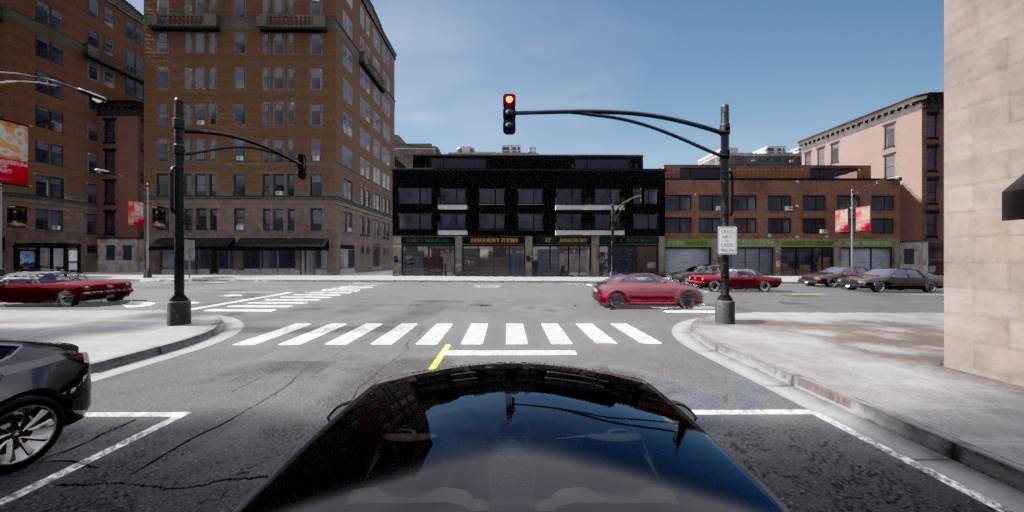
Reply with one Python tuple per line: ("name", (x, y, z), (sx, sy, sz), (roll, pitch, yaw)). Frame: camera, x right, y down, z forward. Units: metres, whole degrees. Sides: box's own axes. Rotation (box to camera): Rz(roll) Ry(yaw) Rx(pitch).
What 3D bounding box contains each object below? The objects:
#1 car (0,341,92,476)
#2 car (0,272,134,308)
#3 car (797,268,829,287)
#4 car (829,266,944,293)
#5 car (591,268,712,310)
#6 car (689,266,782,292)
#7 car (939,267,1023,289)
("car", (-5.388, 1.316, 2.073), (1.948, 1.339, 4.313), (0, 0, -1))
("car", (-18.146, 1.270, 14.200), (4.718, 1.301, 1.895), (0, 0, -1))
("car", (22.905, 1.422, 24.707), (5.357, 1.411, 2.033), (0, 0, -1))
("car", (22.718, 1.421, 21.451), (5.357, 1.411, 2.033), (0, 0, -1))
("car", (5.366, 1.347, 14.515), (4.181, 1.385, 1.994), (0, 0, -1))
("car", (13.071, 1.424, 21.323), (4.718, 1.301, 1.895), (0, 0, -1))
("car", (32.829, 1.492, 24.831), (4.181, 1.385, 1.994), (0, 0, -1))
